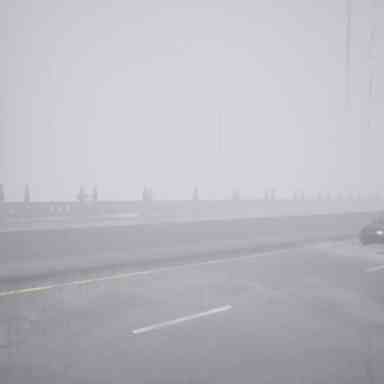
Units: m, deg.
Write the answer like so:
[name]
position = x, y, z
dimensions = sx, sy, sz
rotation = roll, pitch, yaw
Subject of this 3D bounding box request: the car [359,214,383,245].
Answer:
[car]
position = 9.257, 1.631, 14.659
dimensions = 4.181, 1.385, 1.994
rotation = 0, 0, -35
